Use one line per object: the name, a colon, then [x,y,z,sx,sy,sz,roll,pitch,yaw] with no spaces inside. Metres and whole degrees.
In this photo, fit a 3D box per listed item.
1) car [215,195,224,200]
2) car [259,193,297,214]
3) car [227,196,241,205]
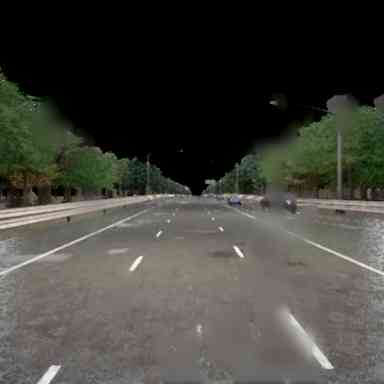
car: [7.046,1.341,84.603,2.033,1.411,5.357,0,0,0]
car: [8.853,1.133,34.495,2.150,2.045,5.566,0,0,-10]
car: [6.944,1.412,55.262,1.994,1.385,4.181,0,0,1]
